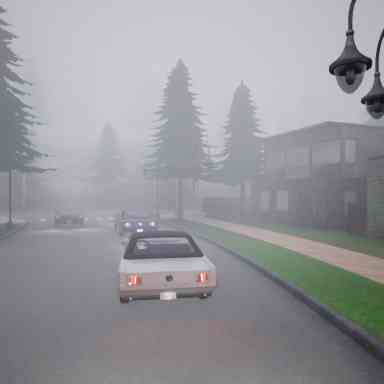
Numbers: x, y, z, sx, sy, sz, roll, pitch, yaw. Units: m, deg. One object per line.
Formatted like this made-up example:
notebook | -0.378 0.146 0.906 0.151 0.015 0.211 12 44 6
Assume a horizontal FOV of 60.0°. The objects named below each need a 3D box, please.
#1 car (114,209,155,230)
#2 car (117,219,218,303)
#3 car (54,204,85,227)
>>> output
car | -3.203 1.601 18.288 1.895 1.301 4.718 0 0 -18
car | -0.809 1.601 8.239 1.895 1.301 4.718 0 0 -10
car | -8.460 1.568 23.024 1.812 1.442 4.674 0 0 -19
